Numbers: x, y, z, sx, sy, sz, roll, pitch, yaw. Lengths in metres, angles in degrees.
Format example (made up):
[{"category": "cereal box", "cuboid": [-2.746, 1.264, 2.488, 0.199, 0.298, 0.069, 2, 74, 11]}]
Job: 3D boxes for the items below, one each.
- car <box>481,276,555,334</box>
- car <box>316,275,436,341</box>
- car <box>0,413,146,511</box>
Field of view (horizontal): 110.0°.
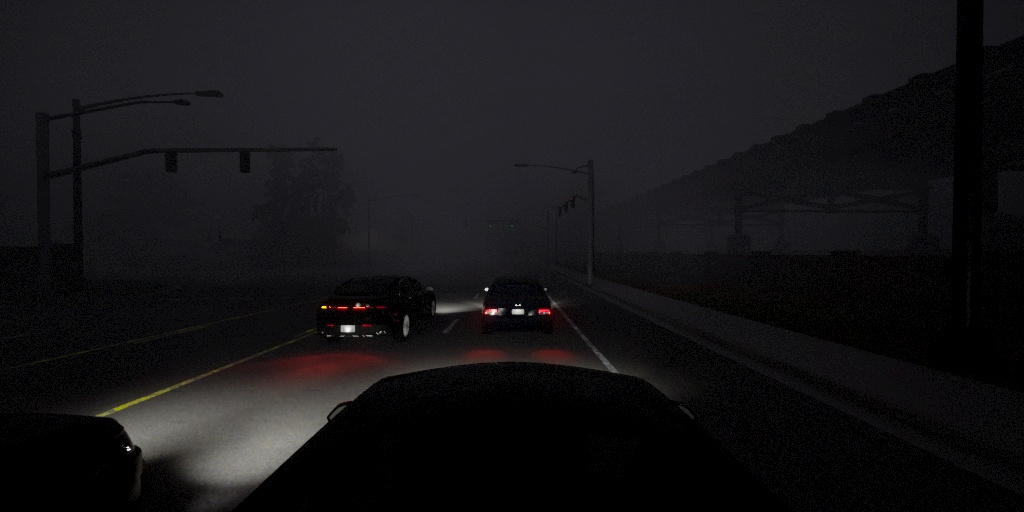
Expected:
[{"category": "car", "cuboid": [0.122, 1.301, 10.588, 2.033, 1.411, 5.357, 0, 0, 0]}, {"category": "car", "cuboid": [-3.383, 1.255, 9.821, 1.837, 1.490, 4.892, 0, 0, 0]}, {"category": "car", "cuboid": [-3.403, 1.252, 0.371, 1.837, 1.490, 4.892, 0, 0, 0]}]
